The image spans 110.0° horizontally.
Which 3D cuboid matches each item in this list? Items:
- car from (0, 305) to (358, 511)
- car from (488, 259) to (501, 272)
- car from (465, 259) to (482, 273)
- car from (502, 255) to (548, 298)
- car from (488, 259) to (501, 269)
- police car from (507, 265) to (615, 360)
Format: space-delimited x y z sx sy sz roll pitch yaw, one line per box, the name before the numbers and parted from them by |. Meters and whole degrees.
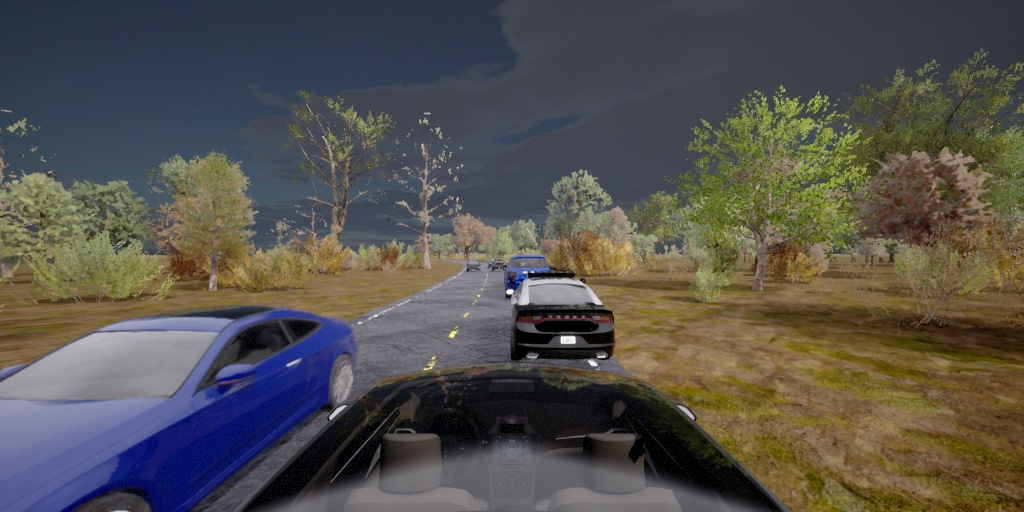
car | -3.118 1.275 3.435 1.812 1.442 4.674 0 0 0
car | -1.787 1.254 46.959 1.837 1.490 4.892 0 0 -5
car | -4.775 1.298 44.854 2.033 1.411 5.357 0 0 -5
car | 0.716 0.972 18.431 2.150 2.045 5.566 0 0 -2
car | -2.961 1.230 59.279 1.882 1.535 5.008 0 0 -7
police car | 0.899 1.174 8.463 1.930 1.638 5.238 0 0 0
